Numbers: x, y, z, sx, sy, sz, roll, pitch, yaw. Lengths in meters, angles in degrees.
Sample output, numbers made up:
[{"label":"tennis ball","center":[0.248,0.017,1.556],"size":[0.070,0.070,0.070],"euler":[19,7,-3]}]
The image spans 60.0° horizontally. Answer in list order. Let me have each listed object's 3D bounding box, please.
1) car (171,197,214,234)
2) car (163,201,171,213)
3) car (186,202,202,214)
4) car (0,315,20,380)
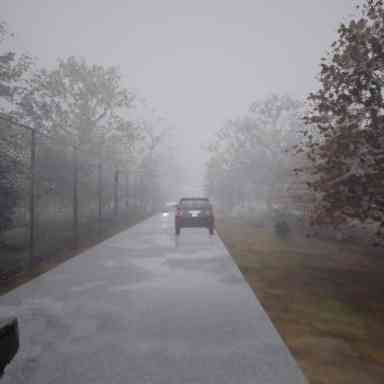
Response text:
[{"label":"car","center":[0.140,1.309,19.986],"size":[2.150,2.045,5.566],"euler":[0,-1,0]},{"label":"car","center":[-2.693,1.976,44.206],"size":[1.812,1.442,4.674],"euler":[0,-1,1]},{"label":"car","center":[0.236,2.027,42.759],"size":[1.895,1.301,4.718],"euler":[0,-1,0]},{"label":"car","center":[-2.850,1.601,1.485],"size":[1.895,1.301,4.718],"euler":[0,0,0]}]
